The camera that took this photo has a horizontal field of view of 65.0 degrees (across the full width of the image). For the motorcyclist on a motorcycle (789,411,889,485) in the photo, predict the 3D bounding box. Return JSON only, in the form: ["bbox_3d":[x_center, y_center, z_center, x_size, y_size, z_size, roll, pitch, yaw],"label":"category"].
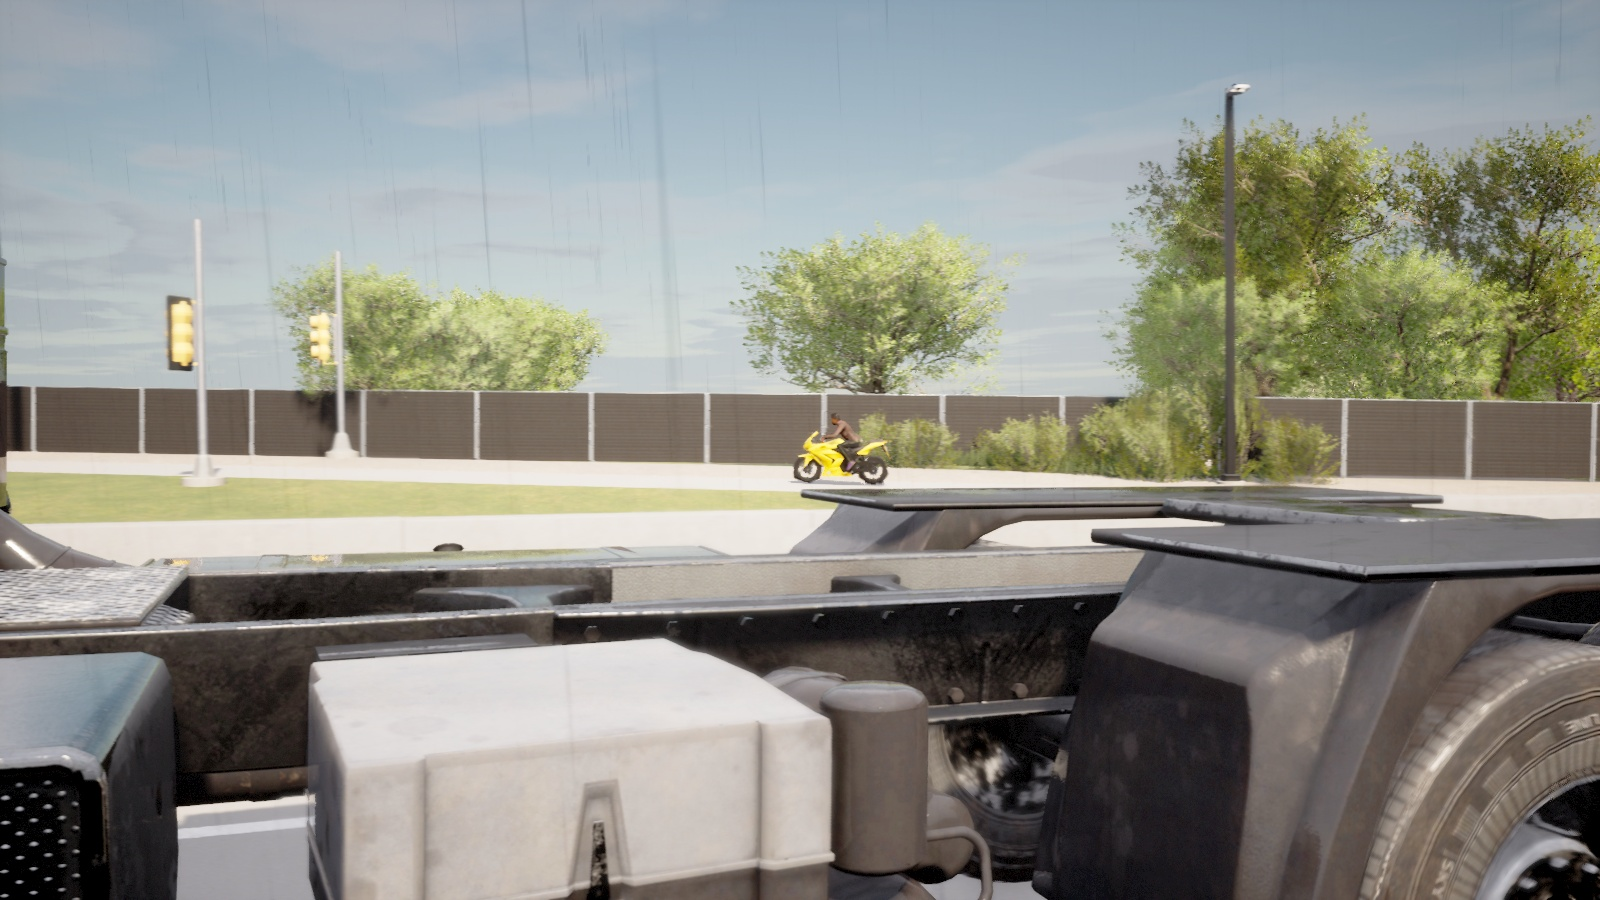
[{"bbox_3d":[0.830,-0.043,26.373,2.044,1.523,0.797,0,2,6],"label":"motorcyclist on a motorcycle"}]

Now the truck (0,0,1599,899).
[{"bbox_3d":[-0.417,-0.229,3.069,7.936,3.462,2.891,-1,1,-21],"label":"truck"}]
